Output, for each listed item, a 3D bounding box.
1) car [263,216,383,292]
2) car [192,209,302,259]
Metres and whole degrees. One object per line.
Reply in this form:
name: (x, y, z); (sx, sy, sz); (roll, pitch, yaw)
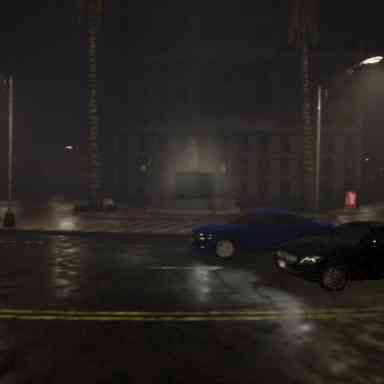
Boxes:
car: (4.443, 1.496, 8.515); (4.674, 1.442, 1.812); (1, 1, -13)
car: (2.485, 1.376, 11.682); (5.008, 1.535, 1.882); (0, 1, -10)
